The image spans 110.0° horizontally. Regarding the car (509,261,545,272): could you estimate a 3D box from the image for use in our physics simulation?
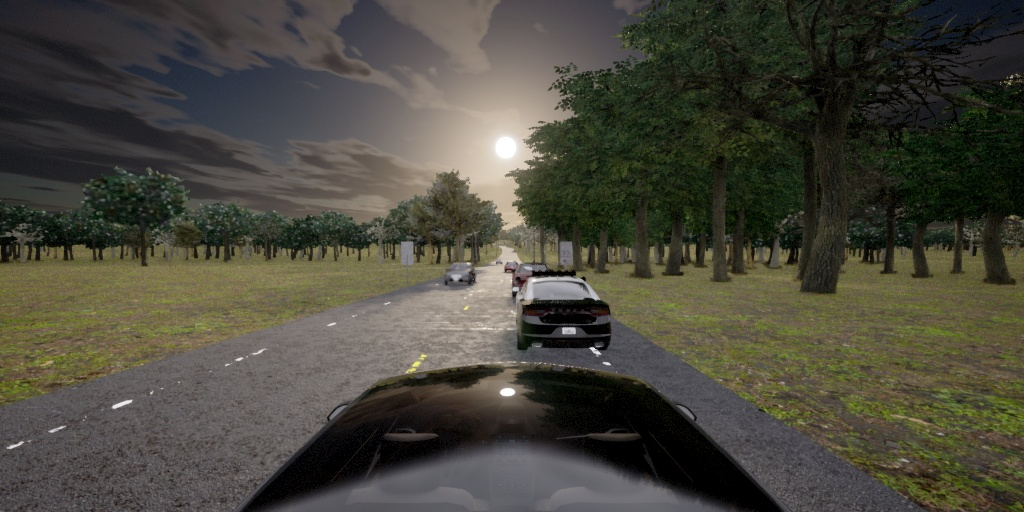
[{"bbox_3d":[1.044,1.102,19.040,2.097,1.767,4.553,0,0,0],"label":"car"}]

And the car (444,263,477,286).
[{"bbox_3d":[-3.606,1.247,25.587,2.128,1.511,4.902,0,0,0],"label":"car"}]

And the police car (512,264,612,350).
[{"bbox_3d":[1.047,1.173,9.175,1.930,1.638,5.238,0,0,0],"label":"police car"}]

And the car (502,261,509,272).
[{"bbox_3d":[0.019,1.370,46.848,1.994,1.385,4.181,0,0,0],"label":"car"}]
